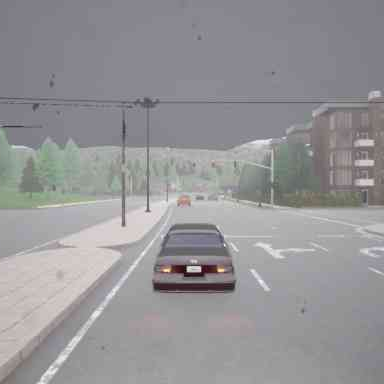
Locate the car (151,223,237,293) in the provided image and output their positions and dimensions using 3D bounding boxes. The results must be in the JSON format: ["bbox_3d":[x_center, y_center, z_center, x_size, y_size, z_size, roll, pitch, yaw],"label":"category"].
[{"bbox_3d":[0.049,1.548,8.974,2.033,1.411,5.357,0,0,0],"label":"car"}]

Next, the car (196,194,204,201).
[{"bbox_3d":[2.043,1.486,85.581,1.882,1.535,5.008,0,0,0],"label":"car"}]

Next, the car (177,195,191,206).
[{"bbox_3d":[-1.316,1.358,54.720,2.097,1.767,4.553,0,0,-1],"label":"car"}]

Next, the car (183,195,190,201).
[{"bbox_3d":[-1.457,1.532,85.545,1.812,1.442,4.674,0,0,0],"label":"car"}]

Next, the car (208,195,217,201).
[{"bbox_3d":[5.543,1.548,85.586,2.033,1.411,5.357,0,0,0],"label":"car"}]
